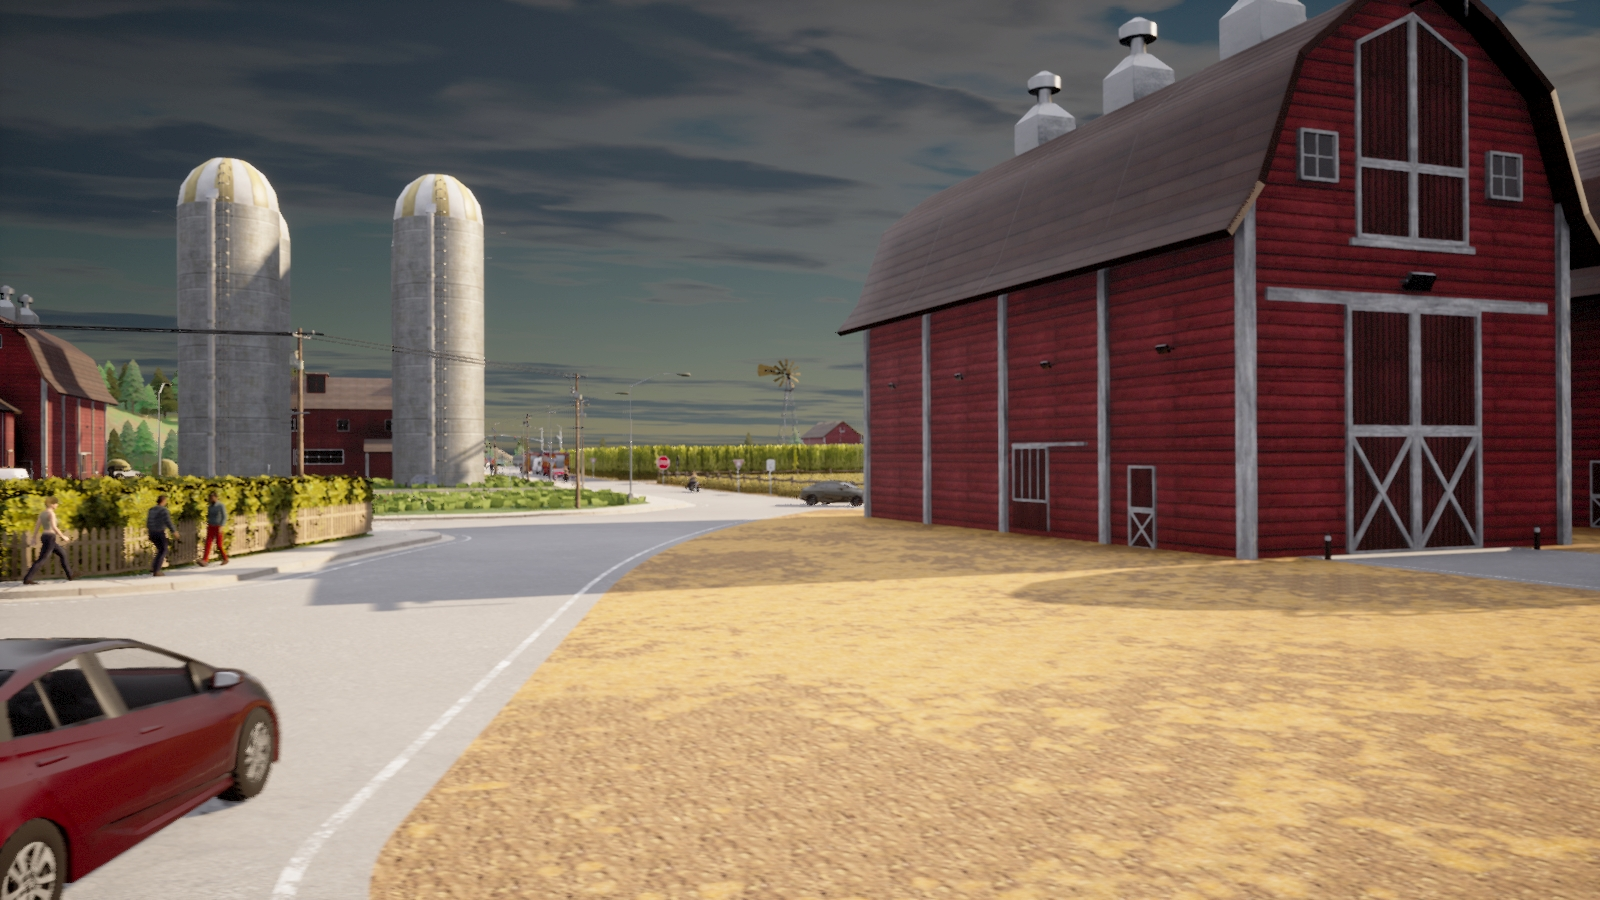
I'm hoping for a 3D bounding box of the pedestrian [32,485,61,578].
[{"bbox_3d":[-15.239,1.636,23.110,0.375,1.860,0.375,0,0,36],"label":"pedestrian"}]

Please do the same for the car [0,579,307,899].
[{"bbox_3d":[-5.184,1.869,7.635,2.007,1.525,4.514,0,0,-3],"label":"car"}]

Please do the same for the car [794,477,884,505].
[{"bbox_3d":[2.202,2.304,64.418,4.674,1.442,2.002,0,0,29],"label":"car"}]

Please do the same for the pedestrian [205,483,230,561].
[{"bbox_3d":[-13.990,1.719,27.435,0.375,1.860,0.375,0,0,11],"label":"pedestrian"}]

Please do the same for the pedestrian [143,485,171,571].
[{"bbox_3d":[-14.022,1.696,24.925,0.375,1.860,0.375,0,0,19],"label":"pedestrian"}]
